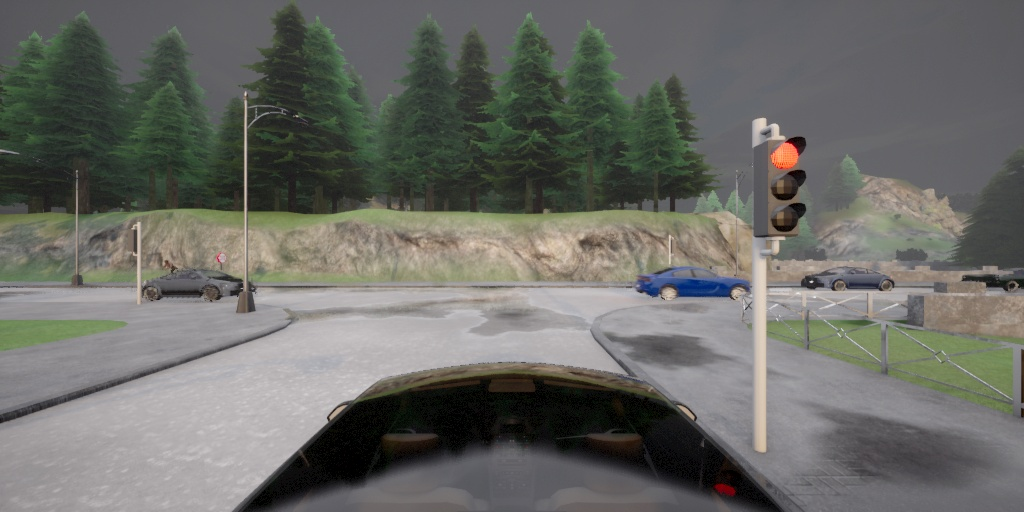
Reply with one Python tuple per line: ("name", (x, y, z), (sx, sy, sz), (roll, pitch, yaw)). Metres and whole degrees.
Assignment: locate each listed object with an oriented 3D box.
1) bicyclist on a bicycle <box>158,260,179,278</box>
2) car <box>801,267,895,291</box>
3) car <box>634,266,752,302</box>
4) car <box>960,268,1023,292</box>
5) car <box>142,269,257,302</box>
("bicyclist on a bicycle", (-23.915, 1.099, 24.975), (0.582, 1.620, 1.656), (0, 0, 0))
("car", (19.303, 1.314, 20.726), (4.181, 1.385, 1.994), (0, 0, 0))
("car", (8.270, 1.227, 16.539), (5.008, 1.535, 1.882), (0, 0, 0))
("car", (29.212, 1.351, 20.710), (4.718, 1.301, 1.895), (0, 0, 0))
("car", (-14.335, 1.314, 16.565), (4.181, 1.385, 1.994), (0, 0, 0))
